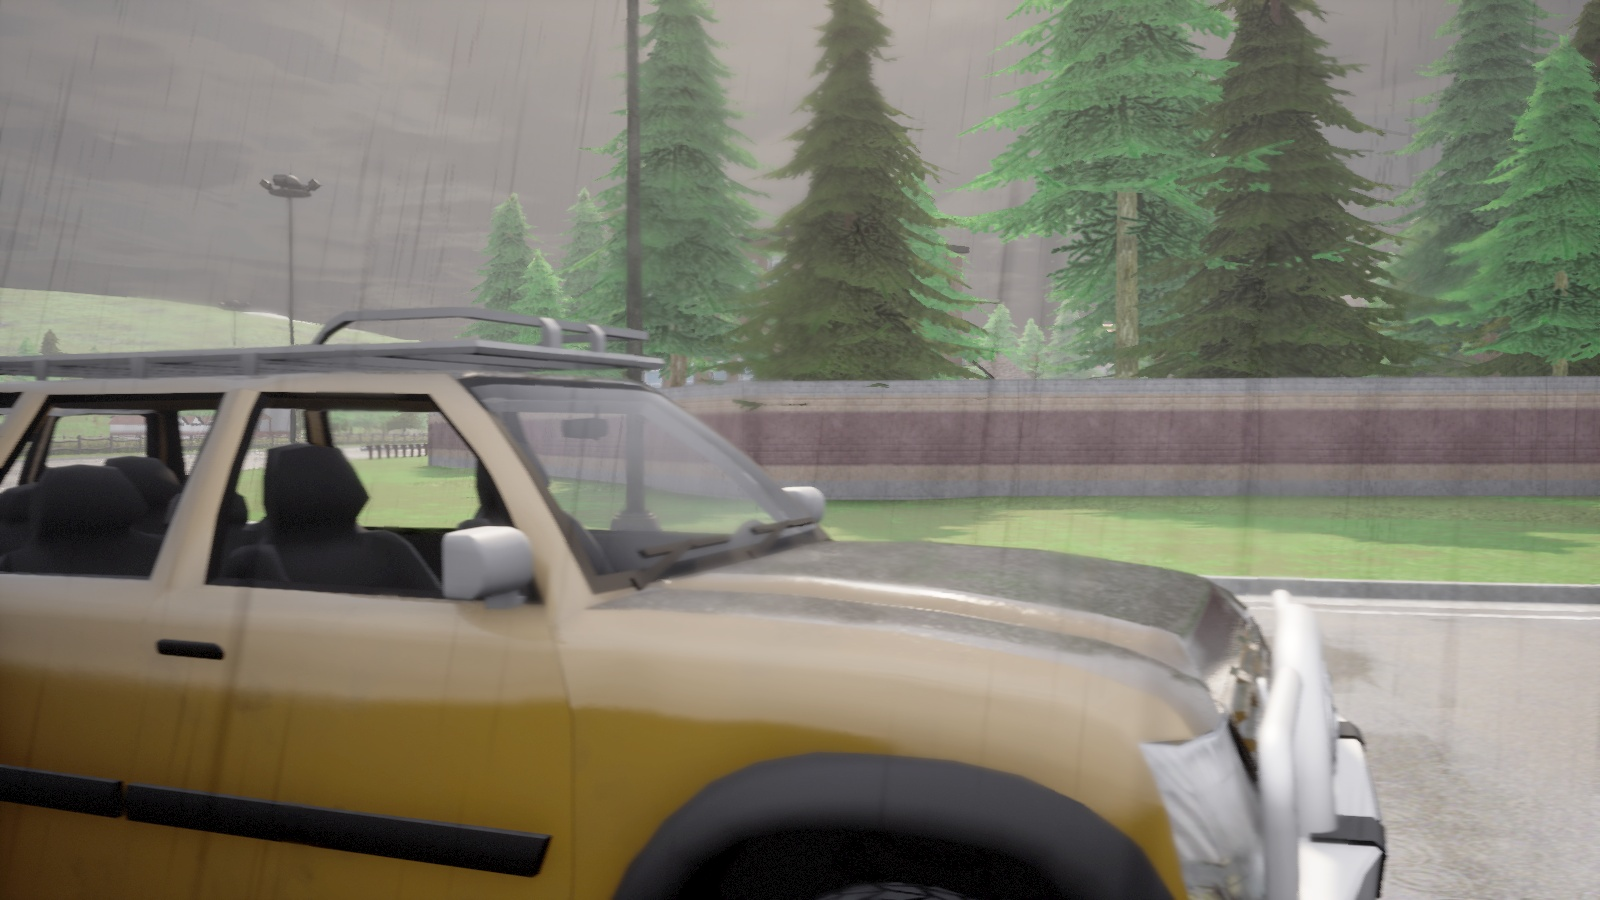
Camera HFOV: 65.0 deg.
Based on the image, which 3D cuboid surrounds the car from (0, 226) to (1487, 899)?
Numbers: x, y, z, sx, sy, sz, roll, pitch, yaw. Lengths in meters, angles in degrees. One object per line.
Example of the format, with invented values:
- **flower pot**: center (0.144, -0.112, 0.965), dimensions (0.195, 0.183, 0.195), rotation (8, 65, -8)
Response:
- **car**: center (-0.874, 0.587, 3.442), dimensions (4.605, 1.855, 1.932), rotation (1, 1, 21)
